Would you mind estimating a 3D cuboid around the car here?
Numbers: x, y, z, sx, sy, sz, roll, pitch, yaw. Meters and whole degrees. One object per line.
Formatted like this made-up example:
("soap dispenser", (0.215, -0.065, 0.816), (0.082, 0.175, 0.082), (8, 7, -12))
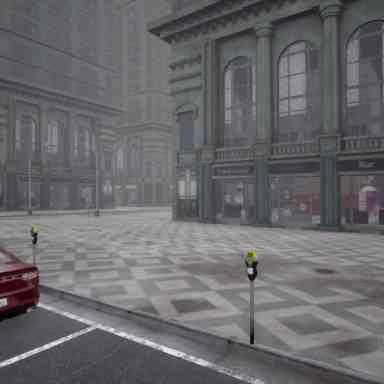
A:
("car", (-4.713, 1.546, 6.316), (4.507, 1.381, 1.887), (0, 0, 35))
